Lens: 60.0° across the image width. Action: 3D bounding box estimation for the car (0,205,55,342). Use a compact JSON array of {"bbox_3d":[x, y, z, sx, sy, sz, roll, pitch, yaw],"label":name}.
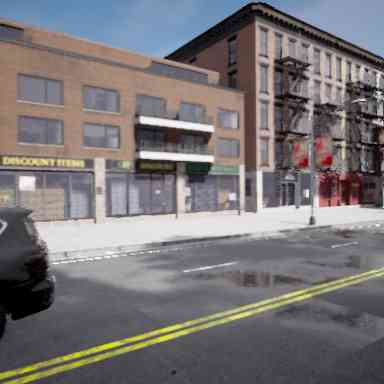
[{"bbox_3d":[-4.760,1.223,4.278,5.566,2.045,2.150,0,0,-35],"label":"car"}]
